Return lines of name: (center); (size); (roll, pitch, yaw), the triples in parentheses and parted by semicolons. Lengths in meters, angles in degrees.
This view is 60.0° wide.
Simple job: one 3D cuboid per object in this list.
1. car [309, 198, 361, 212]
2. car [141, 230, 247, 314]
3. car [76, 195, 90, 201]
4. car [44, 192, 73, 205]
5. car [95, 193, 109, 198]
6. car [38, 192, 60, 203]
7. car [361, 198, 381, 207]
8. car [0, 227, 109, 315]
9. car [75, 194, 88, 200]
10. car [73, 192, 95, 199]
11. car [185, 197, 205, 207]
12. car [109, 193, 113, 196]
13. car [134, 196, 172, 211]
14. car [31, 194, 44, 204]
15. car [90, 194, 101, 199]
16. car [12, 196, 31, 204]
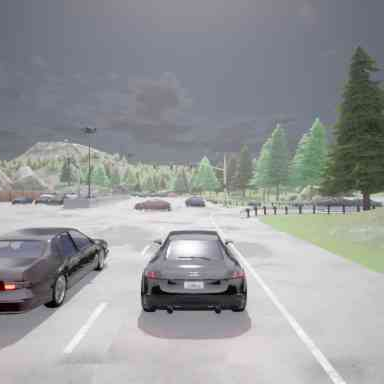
car: (15.842, 1.396, 37.554); (4.902, 1.511, 2.128); (0, 0, 7)
car: (0.035, 1.563, 7.694); (1.994, 1.385, 4.181); (0, 0, 0)
car: (-25.196, 1.325, 77.091); (1.895, 1.301, 4.718); (0, 0, -1)
car: (-21.553, 1.185, 53.883); (2.097, 1.767, 4.553); (0, 0, 0)
car: (-21.704, 1.252, 77.836); (2.128, 1.511, 4.902); (0, 0, -1)
car: (-28.594, 1.001, 66.662); (2.150, 2.045, 5.566); (0, 0, -1)
car: (20.560, 1.456, 40.432); (4.181, 1.385, 1.994); (0, 0, 10)
car: (-3.464, 1.547, 7.846); (2.033, 1.411, 5.357); (0, 0, 0)
car: (-29.261, 1.205, 88.218); (2.128, 1.511, 4.902); (0, 0, -7)
car: (-21.589, 1.271, 66.177); (2.128, 1.511, 4.902); (0, 0, -1)
car: (0.432, 1.422, 48.567); (1.994, 1.385, 4.181); (-1, 0, -17)
car: (-22.694, 1.190, 91.472); (1.812, 1.442, 4.674); (0, 0, -7)
car: (-4.443, 1.475, 37.765); (4.181, 1.385, 1.994); (0, 0, -4)
car: (-25.062, 1.385, 56.613); (1.994, 1.385, 4.181); (0, 0, 0)
car: (-25.868, 1.229, 89.164); (1.994, 1.385, 4.181); (0, 0, -7)
car: (-28.552, 1.387, 56.132); (1.994, 1.385, 4.181); (0, 0, 0)
